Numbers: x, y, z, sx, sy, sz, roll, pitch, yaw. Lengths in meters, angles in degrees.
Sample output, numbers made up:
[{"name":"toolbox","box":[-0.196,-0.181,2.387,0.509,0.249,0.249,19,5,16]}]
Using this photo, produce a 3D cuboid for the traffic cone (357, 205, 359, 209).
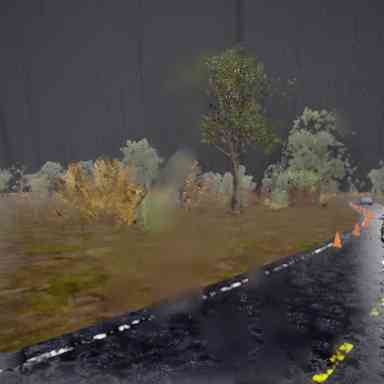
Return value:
[{"name":"traffic cone","box":[22.451,2.161,44.298,0.340,0.580,0.340,0,0,22]}]

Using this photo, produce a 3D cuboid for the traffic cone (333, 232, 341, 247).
[{"name":"traffic cone","box":[6.183,2.011,14.155,0.340,0.580,0.340,0,0,36]}]

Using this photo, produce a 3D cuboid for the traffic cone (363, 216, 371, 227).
[{"name":"traffic cone","box":[11.640,2.052,22.277,0.340,0.580,0.340,0,0,32]}]

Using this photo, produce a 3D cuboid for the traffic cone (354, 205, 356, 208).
[{"name":"traffic cone","box":[24.357,2.184,48.920,0.340,0.580,0.340,0,0,22]}]

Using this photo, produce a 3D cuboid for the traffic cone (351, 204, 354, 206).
[{"name":"traffic cone","box":[26.263,2.207,53.543,0.340,0.580,0.340,0,0,22]}]

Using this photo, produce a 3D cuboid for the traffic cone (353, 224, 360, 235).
[{"name":"traffic cone","box":[8.992,2.032,18.162,0.340,0.580,0.340,0,0,34]}]

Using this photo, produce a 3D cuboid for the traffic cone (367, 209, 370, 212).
[{"name":"traffic cone","box":[16.438,2.094,30.804,0.340,0.580,0.340,0,0,27]}]

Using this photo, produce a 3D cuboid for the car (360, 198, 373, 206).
[{"name":"car","box":[31.865,1.772,60.853,1.882,1.535,5.008,0,0,22]}]

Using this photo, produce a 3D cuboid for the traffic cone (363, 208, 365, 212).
[{"name":"traffic cone","box":[18.580,2.116,35.204,0.340,0.580,0.340,0,0,25]}]

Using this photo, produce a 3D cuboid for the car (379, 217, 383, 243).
[{"name":"car","box":[10.179,1.578,15.786,1.837,1.490,4.892,0,0,34]}]

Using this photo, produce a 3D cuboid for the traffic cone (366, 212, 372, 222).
[{"name":"traffic cone","box":[14.122,2.073,26.493,0.340,0.580,0.340,0,0,29]}]
